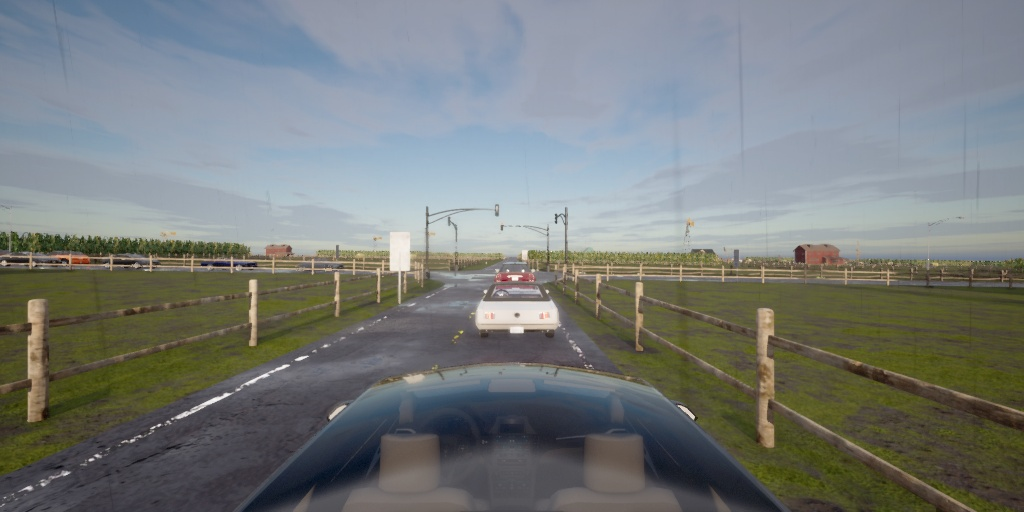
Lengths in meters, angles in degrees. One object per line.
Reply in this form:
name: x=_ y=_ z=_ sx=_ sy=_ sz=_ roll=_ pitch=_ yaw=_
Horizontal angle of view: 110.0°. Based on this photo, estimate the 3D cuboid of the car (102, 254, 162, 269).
car: x=-38.963 y=0.560 z=36.817 sx=4.892 sy=1.490 sz=1.837 roll=1 pitch=0 yaw=1

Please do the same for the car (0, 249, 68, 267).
car: x=-49.487 y=0.372 z=36.890 sx=4.892 sy=1.490 sz=1.837 roll=1 pitch=0 yaw=1

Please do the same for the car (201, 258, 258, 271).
car: x=-28.860 y=0.837 z=36.775 sx=4.718 sy=1.301 sz=1.895 roll=1 pitch=0 yaw=0

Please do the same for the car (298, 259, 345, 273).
car: x=-19.462 y=0.971 z=36.752 sx=4.181 sy=1.385 sz=1.994 roll=1 pitch=0 yaw=0

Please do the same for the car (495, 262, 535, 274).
car: x=0.178 y=1.103 z=19.146 sx=2.097 sy=1.767 sz=4.553 roll=0 pitch=0 yaw=1

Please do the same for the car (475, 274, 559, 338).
car: x=0.123 y=1.351 z=10.158 sx=1.895 sy=1.301 sz=4.718 roll=0 pitch=0 yaw=0
